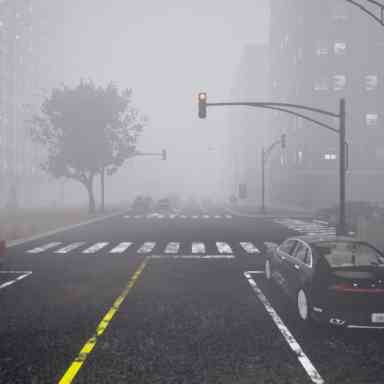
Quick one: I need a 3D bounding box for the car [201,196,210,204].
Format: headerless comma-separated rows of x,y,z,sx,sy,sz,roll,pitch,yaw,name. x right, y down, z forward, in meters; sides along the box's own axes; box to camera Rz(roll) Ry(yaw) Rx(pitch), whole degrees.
2.676,1.576,67.074,1.752,1.417,4.829,0,0,0,car

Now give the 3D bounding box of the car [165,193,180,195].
-3.094,1.265,59.932,2.150,2.045,5.566,0,0,-1,car

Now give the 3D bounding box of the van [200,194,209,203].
2.674,1.400,72.428,1.690,1.788,3.998,0,0,0,van

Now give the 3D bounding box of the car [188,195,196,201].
-0.015,1.445,79.033,1.812,1.442,4.674,0,0,0,car

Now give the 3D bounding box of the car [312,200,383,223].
11.040,1.337,23.554,4.892,1.490,1.837,-1,0,-3,car

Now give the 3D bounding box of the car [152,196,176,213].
-3.106,1.524,37.933,1.837,1.490,4.892,0,0,0,car

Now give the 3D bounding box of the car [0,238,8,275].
-5.692,1.545,6.900,1.887,1.381,4.507,0,0,0,car

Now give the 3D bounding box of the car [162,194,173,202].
-5.708,1.384,77.948,2.192,1.841,5.009,0,0,0,car

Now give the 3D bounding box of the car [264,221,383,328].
2.688,1.551,6.902,2.008,1.369,4.403,0,0,0,car

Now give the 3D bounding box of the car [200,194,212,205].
2.677,1.609,61.381,1.947,1.339,4.313,0,0,0,car

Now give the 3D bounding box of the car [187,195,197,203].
-0.015,1.655,69.056,1.895,1.301,4.718,0,0,0,car

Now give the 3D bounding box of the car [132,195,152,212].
-5.700,1.335,39.288,2.192,1.841,5.009,0,0,0,car

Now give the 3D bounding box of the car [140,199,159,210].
-5.701,1.591,44.811,1.947,1.339,4.313,0,0,0,car

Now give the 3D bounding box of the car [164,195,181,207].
-3.104,1.520,48.140,2.128,1.511,4.902,0,0,0,car
